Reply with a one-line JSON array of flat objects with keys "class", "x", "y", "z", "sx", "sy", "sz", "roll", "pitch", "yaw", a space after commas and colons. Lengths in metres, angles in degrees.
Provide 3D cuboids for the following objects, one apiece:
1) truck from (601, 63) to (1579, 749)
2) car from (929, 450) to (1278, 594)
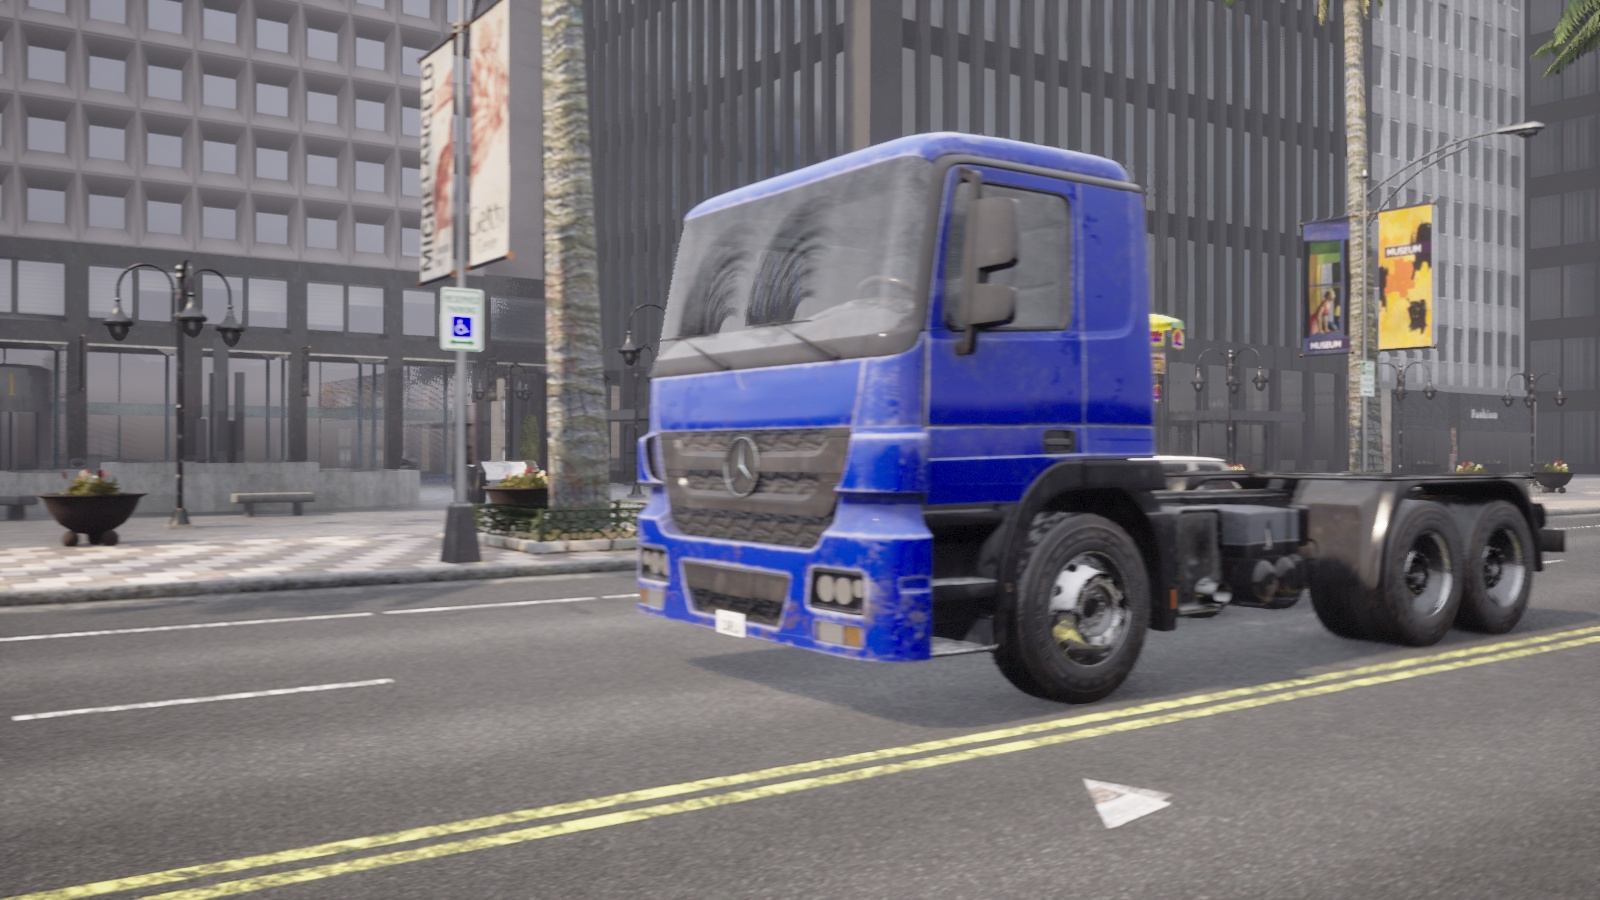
[{"class": "truck", "x": 2.697, "y": -0.219, "z": 9.812, "sx": 7.936, "sy": 3.462, "sz": 2.891, "roll": 0, "pitch": 0, "yaw": -35}, {"class": "car", "x": 3.610, "y": 0.738, "z": 14.746, "sx": 3.806, "sy": 1.475, "sz": 1.970, "roll": 0, "pitch": 0, "yaw": -36}]
